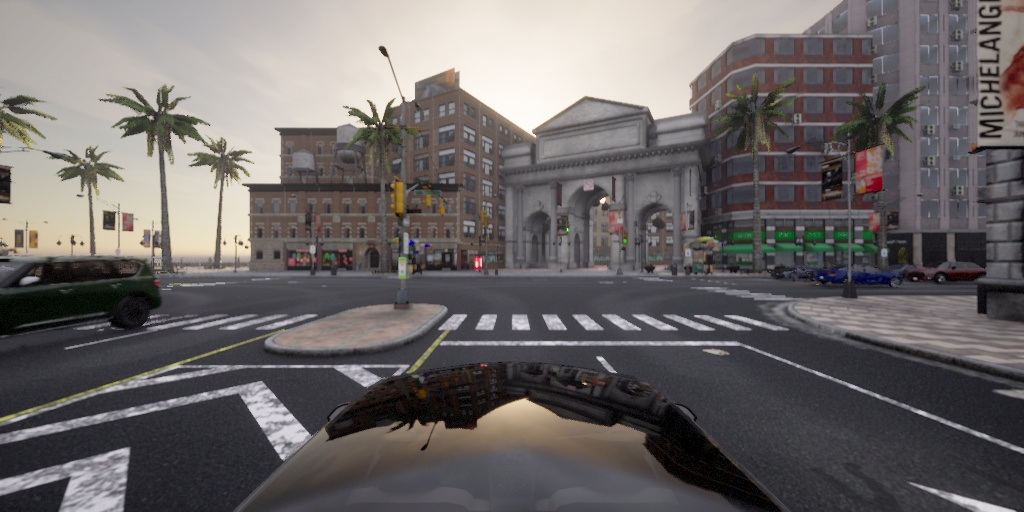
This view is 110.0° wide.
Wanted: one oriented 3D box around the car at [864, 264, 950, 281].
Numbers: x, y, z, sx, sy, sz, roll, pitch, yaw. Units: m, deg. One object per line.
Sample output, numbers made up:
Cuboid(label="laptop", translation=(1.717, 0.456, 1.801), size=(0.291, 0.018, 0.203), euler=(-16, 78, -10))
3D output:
Cuboid(label="car", translation=(34.840, 1.427, 31.758), size=(5.357, 1.411, 2.033), euler=(0, 0, 1))

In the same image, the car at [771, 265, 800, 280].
Cuboid(label="car", translation=(25.584, 1.444, 31.859), size=(4.181, 1.385, 1.994), euler=(0, 0, 1))

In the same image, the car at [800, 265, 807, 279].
Cuboid(label="car", translation=(26.100, 1.466, 28.371), size=(4.718, 1.301, 1.895), euler=(0, 0, 1))

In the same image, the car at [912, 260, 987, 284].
Cuboid(label="car", translation=(34.056, 1.216, 28.220), size=(4.553, 1.767, 2.097), euler=(0, 0, 2))

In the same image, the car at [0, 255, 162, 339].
Cuboid(label="car", translation=(-11.523, 1.000, 8.460), size=(2.150, 2.045, 5.566), euler=(1, 0, -4))

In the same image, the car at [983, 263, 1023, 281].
Cuboid(label="car", translation=(44.741, 1.382, 31.048), size=(4.892, 1.490, 1.837), euler=(0, 0, 8))

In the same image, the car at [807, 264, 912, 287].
Cuboid(label="car", translation=(23.809, 1.327, 24.700), size=(5.008, 1.535, 1.882), euler=(0, 0, 0))
